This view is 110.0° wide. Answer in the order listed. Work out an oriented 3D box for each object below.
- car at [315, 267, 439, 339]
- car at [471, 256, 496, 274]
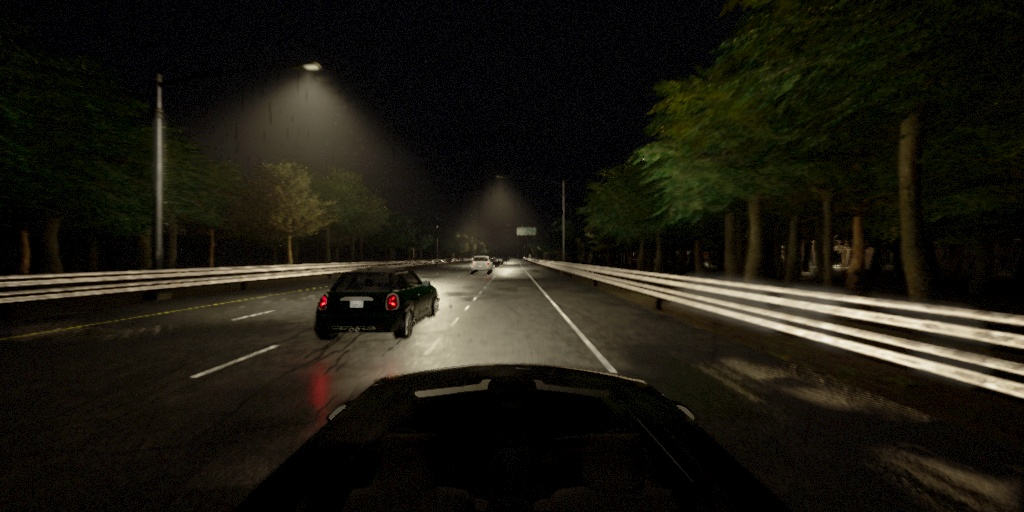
[{"bbox_3d":[-3.498,1.107,10.206,2.097,1.767,4.553,0,0,0],"label":"car"},{"bbox_3d":[-3.418,1.015,41.497,2.150,2.045,5.566,0,0,0],"label":"car"}]
